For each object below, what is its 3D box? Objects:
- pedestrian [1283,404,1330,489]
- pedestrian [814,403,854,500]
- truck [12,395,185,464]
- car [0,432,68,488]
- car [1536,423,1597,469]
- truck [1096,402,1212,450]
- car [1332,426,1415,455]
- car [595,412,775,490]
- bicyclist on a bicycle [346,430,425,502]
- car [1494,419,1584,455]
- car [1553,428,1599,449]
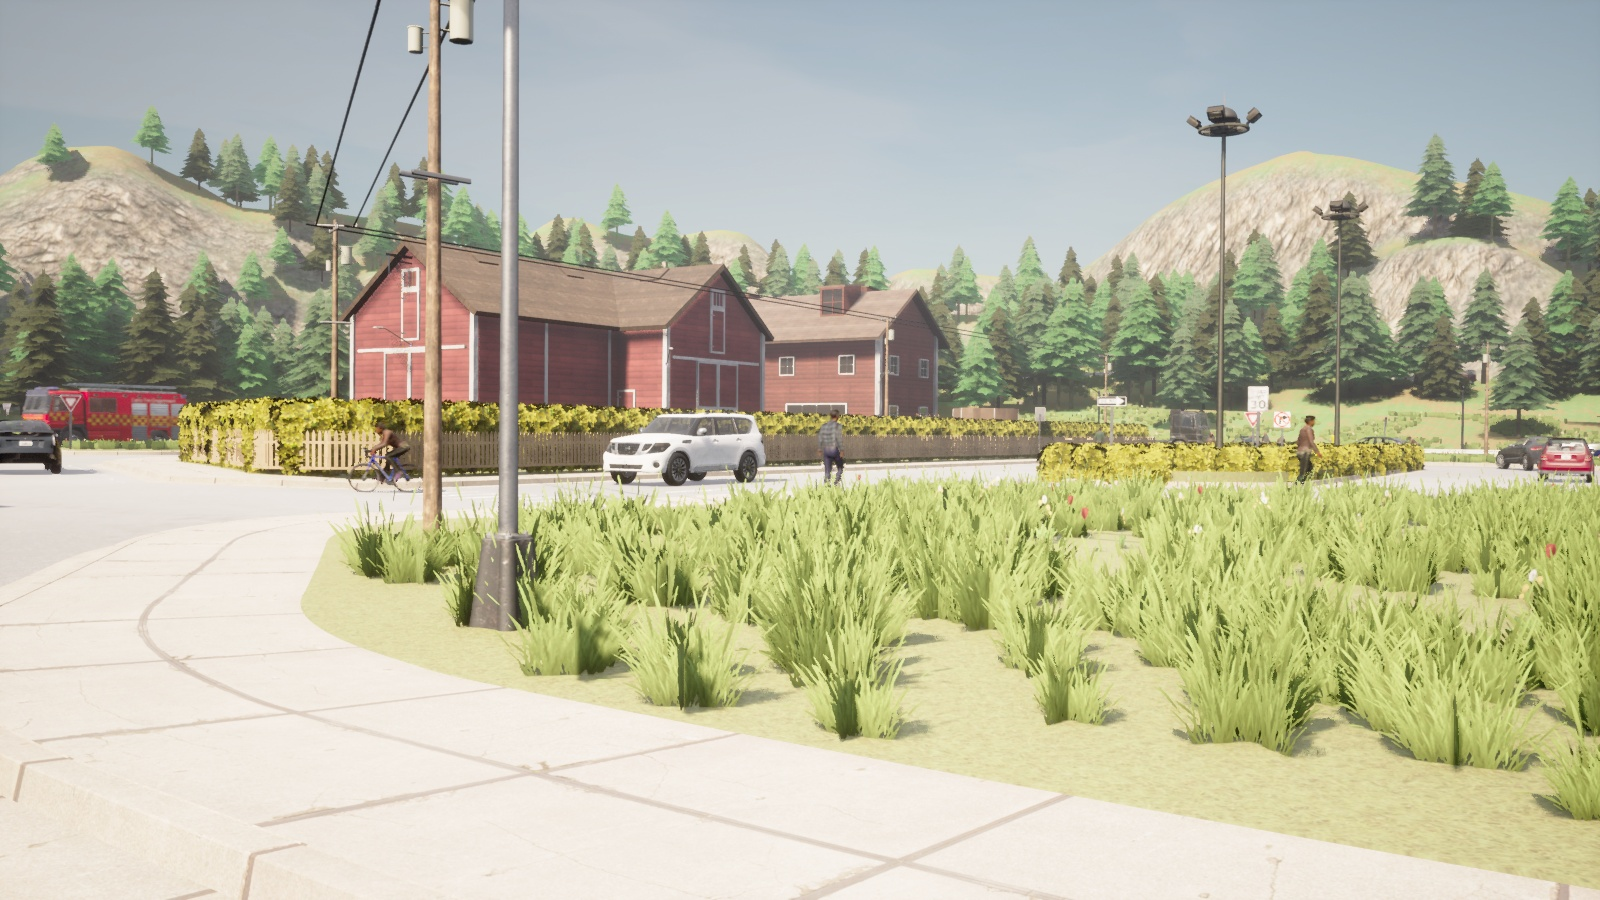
[{"bbox_3d":[10.867,-0.079,26.930,0.869,1.805,0.328,0,1,4],"label":"pedestrian"},{"bbox_3d":[0.696,0.029,25.710,0.423,1.949,0.788,0,1,38],"label":"pedestrian"},{"bbox_3d":[-41.207,-1.212,74.068,2.891,3.827,8.468,0,1,34],"label":"truck"},{"bbox_3d":[-22.579,0.244,36.386,2.007,1.525,4.514,-1,1,-35],"label":"car"},{"bbox_3d":[27.443,-0.154,44.916,1.789,1.549,3.705,0,1,33],"label":"car"},{"bbox_3d":[26.601,-1.782,94.525,7.936,3.462,2.891,0,1,33],"label":"truck"},{"bbox_3d":[31.192,-0.509,68.386,3.705,1.549,1.789,0,1,44],"label":"car"},{"bbox_3d":[-3.179,-0.013,36.057,2.150,2.045,5.566,0,1,33],"label":"car"},{"bbox_3d":[-9.514,0.365,28.830,1.656,1.620,0.582,0,0,-26],"label":"bicyclist on a bicycle"},{"bbox_3d":[35.241,-0.629,60.057,2.152,1.651,5.027,0,1,11],"label":"car"},{"bbox_3d":[50.155,-0.701,79.009,4.718,1.301,1.895,0,1,34],"label":"car"}]
